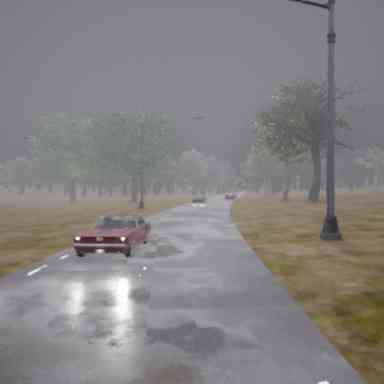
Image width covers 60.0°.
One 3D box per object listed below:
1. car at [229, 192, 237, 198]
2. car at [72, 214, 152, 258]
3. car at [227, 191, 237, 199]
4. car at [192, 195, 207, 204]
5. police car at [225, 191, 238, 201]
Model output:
[{"bbox_3d":[10.440,0.803,84.134,1.837,1.490,4.892,0,1,10],"label":"car"},{"bbox_3d":[-2.795,1.530,12.586,1.895,1.301,4.718,0,0,2],"label":"car"},{"bbox_3d":[9.435,0.703,78.188,2.097,1.767,4.553,0,1,10],"label":"car"},{"bbox_3d":[1.257,1.131,53.370,2.033,1.411,5.357,0,1,9],"label":"car"},{"bbox_3d":[7.792,0.871,68.464,1.930,1.638,5.238,0,1,10],"label":"police car"}]
